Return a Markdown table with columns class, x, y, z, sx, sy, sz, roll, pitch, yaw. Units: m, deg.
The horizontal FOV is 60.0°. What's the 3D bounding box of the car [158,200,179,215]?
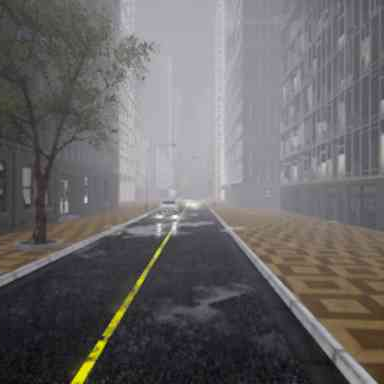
| class | x | y | z | sx | sy | sz | roll | pitch | yaw |
| --- | --- | --- | --- | --- | --- | --- | --- | --- | --- |
| car | -2.367 | 1.529 | 34.531 | 1.812 | 1.442 | 4.674 | 0 | 0 | 1 |
